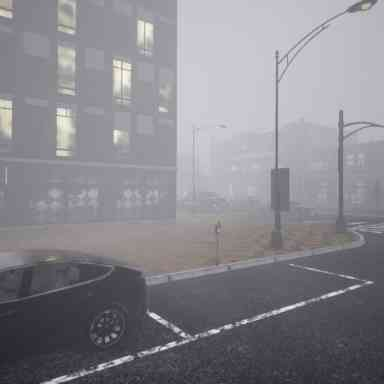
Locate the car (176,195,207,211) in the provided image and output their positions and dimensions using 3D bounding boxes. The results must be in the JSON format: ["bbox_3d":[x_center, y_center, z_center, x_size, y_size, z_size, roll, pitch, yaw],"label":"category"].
[{"bbox_3d":[-0.775,1.230,33.734,1.802,1.307,4.206,1,0,-36],"label":"car"}]

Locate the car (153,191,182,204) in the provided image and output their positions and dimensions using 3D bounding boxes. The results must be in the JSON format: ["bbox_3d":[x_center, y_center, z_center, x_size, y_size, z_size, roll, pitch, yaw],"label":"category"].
[{"bbox_3d":[-3.886,0.793,52.100,2.192,1.841,5.009,1,0,-36],"label":"car"}]

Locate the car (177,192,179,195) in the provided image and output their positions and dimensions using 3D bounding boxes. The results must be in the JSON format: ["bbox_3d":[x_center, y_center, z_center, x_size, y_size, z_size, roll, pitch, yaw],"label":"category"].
[{"bbox_3d":[-0.603,1.100,47.635,2.008,1.369,4.403,1,0,-36],"label":"car"}]

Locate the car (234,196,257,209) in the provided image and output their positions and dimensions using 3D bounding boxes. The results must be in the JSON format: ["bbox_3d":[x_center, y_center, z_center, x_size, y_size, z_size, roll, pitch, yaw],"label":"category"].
[{"bbox_3d":[5.976,1.129,38.704,1.967,1.590,4.097,1,0,-36],"label":"car"}]

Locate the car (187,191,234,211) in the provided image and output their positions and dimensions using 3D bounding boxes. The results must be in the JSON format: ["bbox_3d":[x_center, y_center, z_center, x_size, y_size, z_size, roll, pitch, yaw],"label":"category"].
[{"bbox_3d":[1.456,0.887,35.063,2.150,2.045,5.566,0,0,-37],"label":"car"}]

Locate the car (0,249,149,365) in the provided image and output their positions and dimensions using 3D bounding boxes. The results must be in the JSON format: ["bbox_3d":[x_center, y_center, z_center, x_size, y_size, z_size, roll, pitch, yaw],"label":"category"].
[{"bbox_3d":[-2.690,1.566,4.635,4.313,1.339,1.947,0,0,-36],"label":"car"}]

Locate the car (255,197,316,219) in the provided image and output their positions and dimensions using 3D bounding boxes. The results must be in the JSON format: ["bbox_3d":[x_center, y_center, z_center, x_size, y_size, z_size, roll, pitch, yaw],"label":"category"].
[{"bbox_3d":[7.610,1.318,26.705,1.812,1.442,4.674,0,1,-36],"label":"car"}]

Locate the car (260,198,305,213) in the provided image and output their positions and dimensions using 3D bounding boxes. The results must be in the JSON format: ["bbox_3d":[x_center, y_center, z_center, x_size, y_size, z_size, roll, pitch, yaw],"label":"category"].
[{"bbox_3d":[9.263,1.340,34.237,1.802,1.307,4.206,1,0,-36],"label":"car"}]
